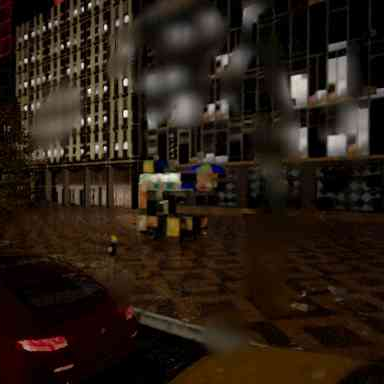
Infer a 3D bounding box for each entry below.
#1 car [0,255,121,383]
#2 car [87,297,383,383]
[{"bbox_3d":[-2.596,1.576,4.712,4.206,1.307,1.802,0,0,35],"label":"car"},{"bbox_3d":[1.769,1.525,1.606,4.829,1.417,1.752,0,0,35],"label":"car"}]
